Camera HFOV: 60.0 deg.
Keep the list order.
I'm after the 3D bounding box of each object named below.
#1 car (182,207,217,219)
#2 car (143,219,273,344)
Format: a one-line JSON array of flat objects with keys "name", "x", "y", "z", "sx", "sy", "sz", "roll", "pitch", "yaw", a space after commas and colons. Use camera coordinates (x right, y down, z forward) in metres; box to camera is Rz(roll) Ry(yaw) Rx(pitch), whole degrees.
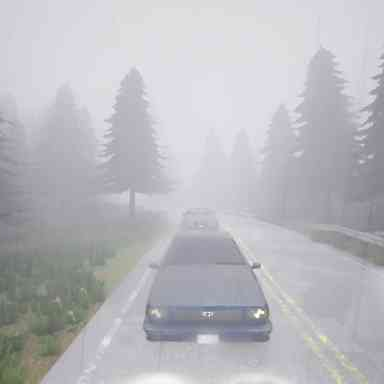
[{"name": "car", "x": 0.402, "y": 1.584, "z": 19.139, "sx": 1.994, "sy": 1.385, "sz": 4.181, "roll": 0, "pitch": 0, "yaw": -2}, {"name": "car", "x": 0.250, "y": 1.557, "z": 7.054, "sx": 2.033, "sy": 1.411, "sz": 5.357, "roll": 0, "pitch": 0, "yaw": 1}]
